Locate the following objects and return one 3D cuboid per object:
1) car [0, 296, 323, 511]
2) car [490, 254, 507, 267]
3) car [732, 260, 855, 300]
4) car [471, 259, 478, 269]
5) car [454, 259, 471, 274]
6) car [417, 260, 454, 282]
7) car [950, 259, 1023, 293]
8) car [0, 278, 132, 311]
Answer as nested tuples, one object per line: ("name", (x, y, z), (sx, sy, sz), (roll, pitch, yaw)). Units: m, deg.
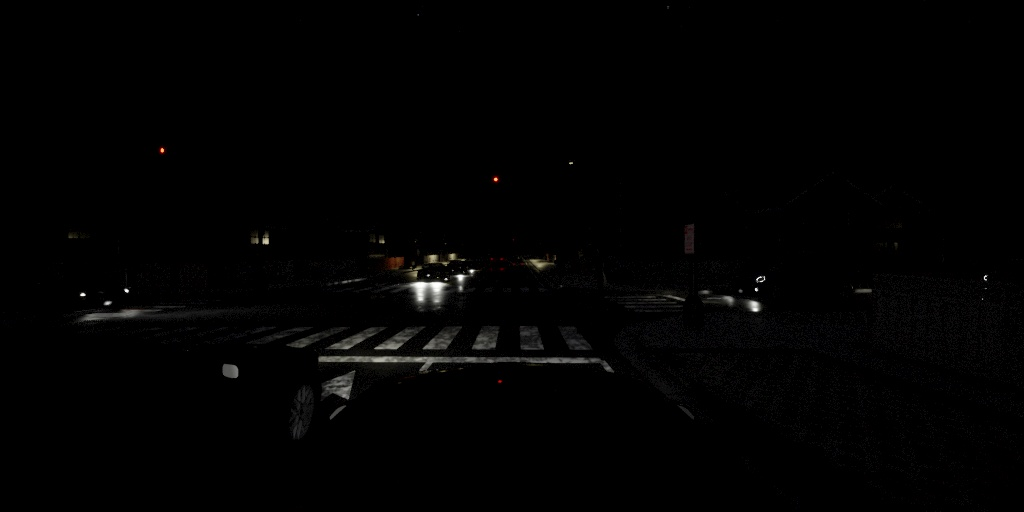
("car", (-3.153, 1.228, 2.180), (1.882, 1.535, 5.008), (0, 0, 1))
("car", (-2.233, 0.621, 56.183), (2.150, 2.045, 5.566), (0, 1, 1))
("car", (12.642, 0.995, 16.342), (4.553, 1.767, 2.097), (0, 0, -1))
("car", (-5.780, 1.062, 49.407), (2.033, 1.411, 5.357), (0, 1, 2))
("car", (-5.975, 1.167, 38.764), (1.812, 1.442, 4.674), (0, 0, 1))
("car", (-6.144, 1.252, 28.471), (1.994, 1.385, 4.181), (0, 0, 1))
("car", (22.716, 0.915, 16.446), (4.553, 1.767, 2.097), (0, 0, 0))
("car", (-17.484, 1.481, 13.574), (4.718, 1.301, 1.895), (0, 0, 1))
